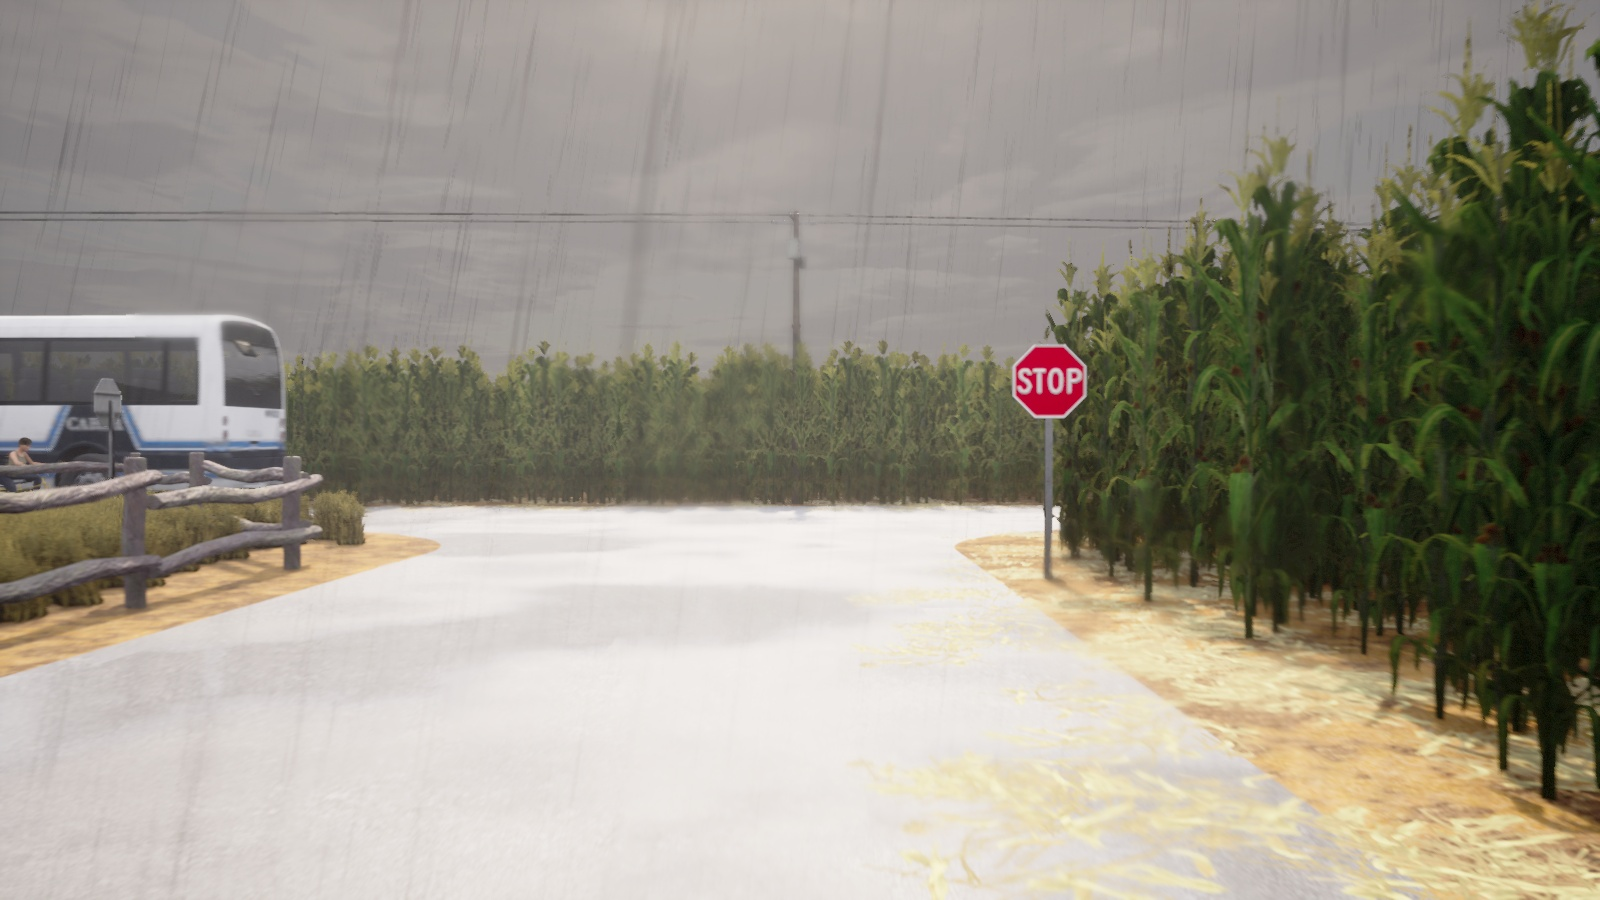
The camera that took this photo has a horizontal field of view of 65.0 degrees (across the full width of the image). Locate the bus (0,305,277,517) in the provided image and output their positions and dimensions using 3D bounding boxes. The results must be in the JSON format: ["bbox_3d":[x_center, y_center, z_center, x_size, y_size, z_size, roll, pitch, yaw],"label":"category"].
[{"bbox_3d":[-17.366,-0.798,27.375,10.273,4.253,3.944,0,0,2],"label":"bus"}]

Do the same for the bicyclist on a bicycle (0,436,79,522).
[{"bbox_3d":[-14.805,0.536,24.035,1.509,1.612,0.866,0,0,1],"label":"bicyclist on a bicycle"}]
